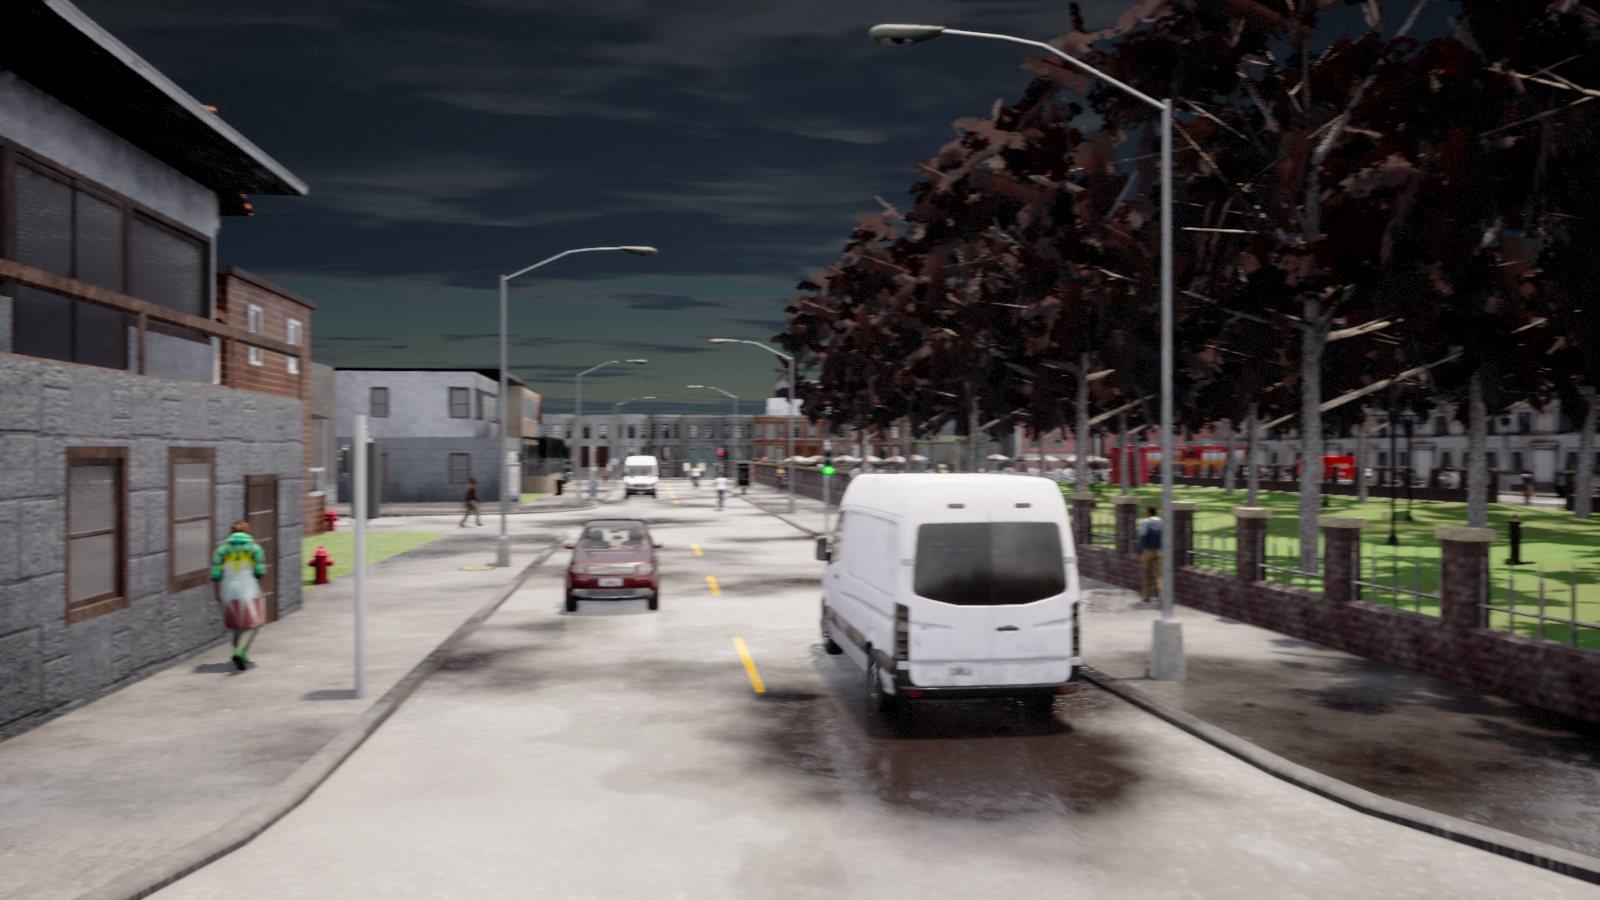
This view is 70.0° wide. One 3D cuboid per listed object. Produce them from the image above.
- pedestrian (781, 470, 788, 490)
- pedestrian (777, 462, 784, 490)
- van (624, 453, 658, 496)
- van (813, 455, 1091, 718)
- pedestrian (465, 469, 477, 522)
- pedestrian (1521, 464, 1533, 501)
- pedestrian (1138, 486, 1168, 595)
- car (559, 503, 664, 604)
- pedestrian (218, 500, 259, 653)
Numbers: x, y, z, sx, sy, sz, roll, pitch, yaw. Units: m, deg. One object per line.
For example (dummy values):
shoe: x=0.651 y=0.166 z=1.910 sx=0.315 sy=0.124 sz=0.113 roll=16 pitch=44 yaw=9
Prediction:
pedestrian: x=-1.019 y=1.977 z=74.599 sx=0.375 sy=1.300 sz=0.375 roll=0 pitch=0 yaw=-15
pedestrian: x=-1.303 y=1.700 z=75.553 sx=0.375 sy=1.860 sz=0.375 roll=0 pitch=0 yaw=-11
van: x=-9.885 y=1.490 z=71.207 sx=1.988 sy=2.561 sz=5.915 roll=0 pitch=0 yaw=-7
van: x=1.551 y=1.346 z=14.217 sx=1.988 sy=2.561 sz=5.915 roll=0 pitch=0 yaw=-7
pedestrian: x=-11.805 y=1.625 z=41.032 sx=0.375 sy=1.860 sz=0.375 roll=0 pitch=0 yaw=-7
pedestrian: x=36.522 y=1.612 z=57.373 sx=0.375 sy=1.860 sz=0.375 roll=0 pitch=0 yaw=1
pedestrian: x=6.134 y=1.565 z=19.883 sx=0.375 sy=1.860 sz=0.375 roll=0 pitch=0 yaw=-7
car: x=-3.470 y=1.861 z=21.483 sx=1.789 sy=1.549 sz=3.705 roll=0 pitch=0 yaw=-7
pedestrian: x=-6.988 y=1.558 z=14.223 sx=0.375 sy=1.860 sz=0.375 roll=0 pitch=0 yaw=-10
